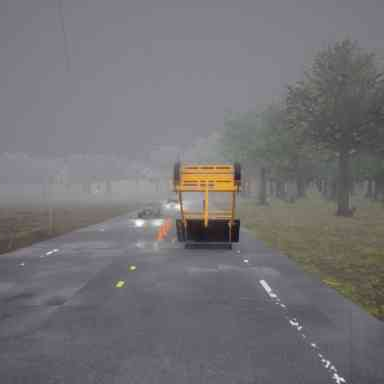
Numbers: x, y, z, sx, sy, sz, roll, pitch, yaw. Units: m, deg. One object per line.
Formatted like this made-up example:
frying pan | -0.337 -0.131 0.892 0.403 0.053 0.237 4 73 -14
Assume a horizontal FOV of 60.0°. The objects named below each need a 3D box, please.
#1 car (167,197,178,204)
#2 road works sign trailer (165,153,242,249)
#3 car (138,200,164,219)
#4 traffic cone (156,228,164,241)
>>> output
car | -3.418 1.522 59.026 1.895 1.301 4.718 0 0 0
road works sign trailer | 0.548 0.920 11.782 2.380 3.560 2.880 0 45 4
car | -3.558 1.477 29.261 1.837 1.490 4.892 0 0 0
traffic cone | -1.466 1.942 15.335 0.340 0.580 0.340 0 0 0
